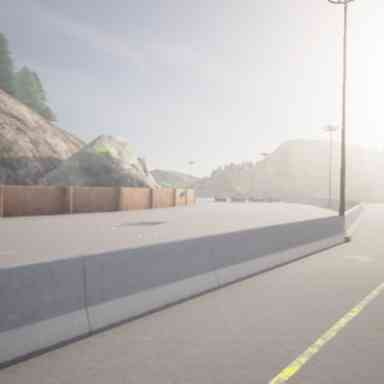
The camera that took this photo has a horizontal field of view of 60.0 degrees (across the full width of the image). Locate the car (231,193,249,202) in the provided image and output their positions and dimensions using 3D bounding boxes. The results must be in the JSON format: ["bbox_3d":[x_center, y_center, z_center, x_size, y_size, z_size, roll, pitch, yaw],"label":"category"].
[{"bbox_3d":[9.110,1.054,65.820,2.097,1.767,4.553,1,1,-5],"label":"car"}]

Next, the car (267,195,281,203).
[{"bbox_3d":[16.092,1.310,66.219,1.837,1.490,4.892,1,0,-4],"label":"car"}]

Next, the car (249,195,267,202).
[{"bbox_3d":[12.593,1.297,66.213,2.033,1.411,5.357,1,0,-5],"label":"car"}]

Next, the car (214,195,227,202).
[{"bbox_3d":[5.620,1.206,65.604,2.033,1.411,5.357,1,0,-5],"label":"car"}]
